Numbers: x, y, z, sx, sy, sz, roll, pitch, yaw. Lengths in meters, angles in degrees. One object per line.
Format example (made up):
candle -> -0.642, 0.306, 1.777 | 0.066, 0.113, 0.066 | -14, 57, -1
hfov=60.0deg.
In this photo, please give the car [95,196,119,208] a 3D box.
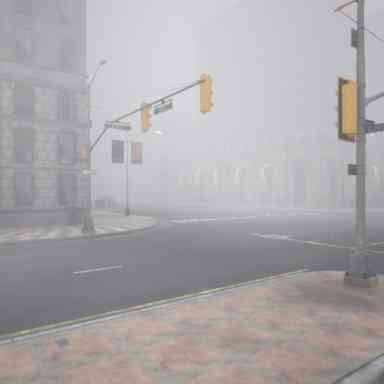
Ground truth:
car -> -12.025, 1.349, 46.847 | 2.097, 1.767, 4.553 | 0, 0, -35
